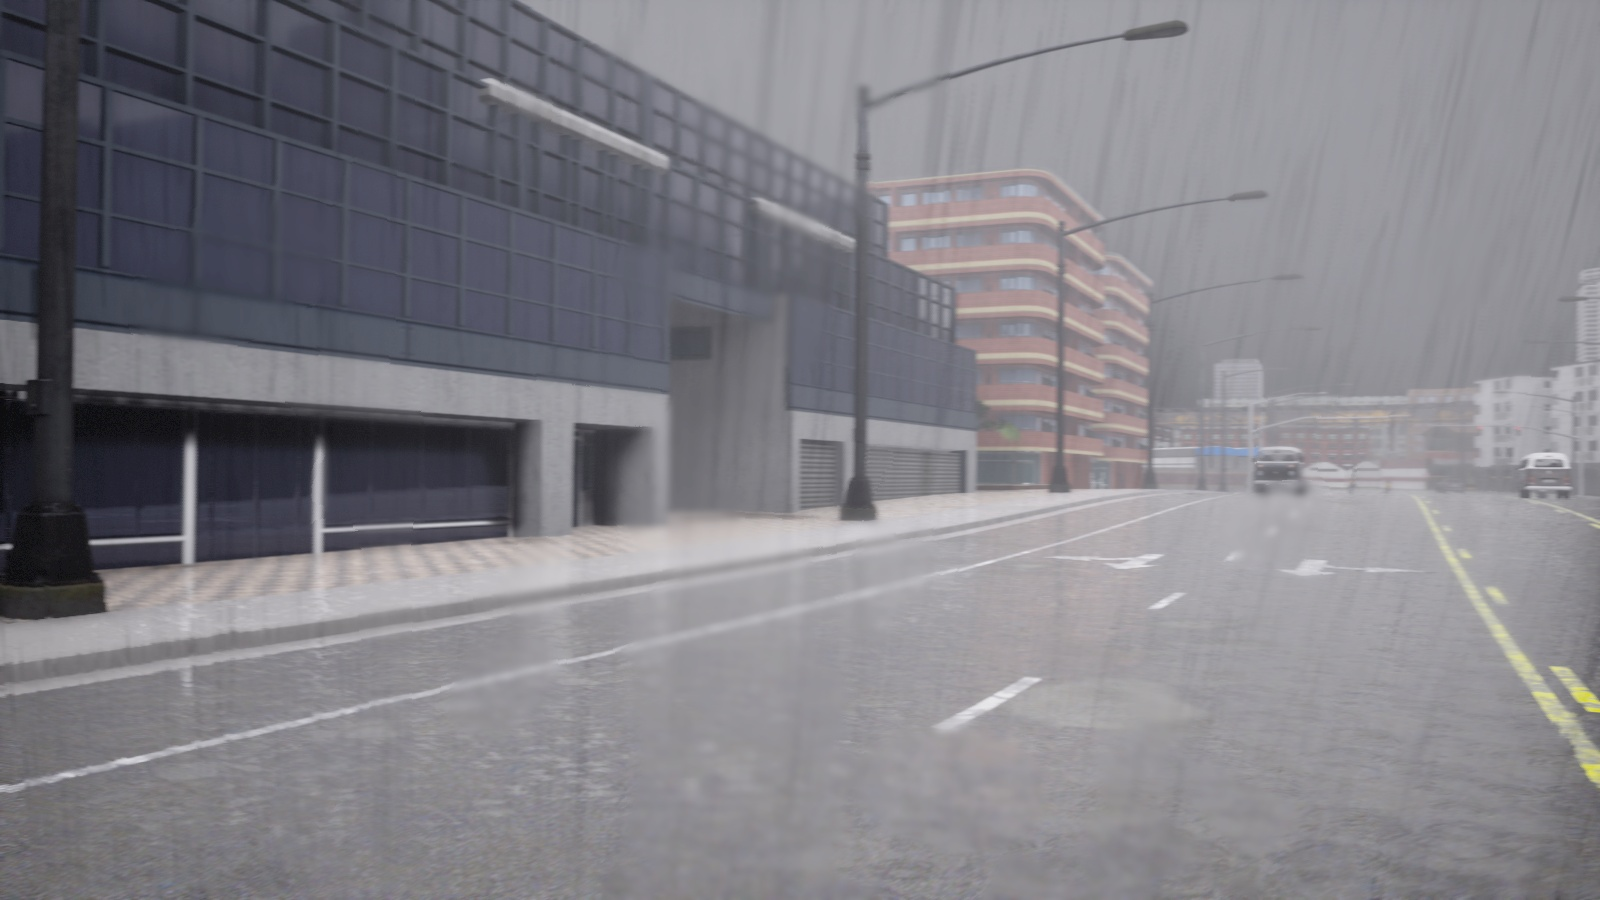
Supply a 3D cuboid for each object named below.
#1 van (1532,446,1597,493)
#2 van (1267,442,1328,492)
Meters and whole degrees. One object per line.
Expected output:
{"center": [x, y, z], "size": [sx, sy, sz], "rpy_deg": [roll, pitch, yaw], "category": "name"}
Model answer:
{"center": [34.574, 0.916, 56.895], "size": [2.069, 2.038, 4.480], "rpy_deg": [0, -2, 26], "category": "van"}
{"center": [21.045, 0.731, 53.047], "size": [2.069, 2.038, 4.480], "rpy_deg": [0, -1, 26], "category": "van"}
